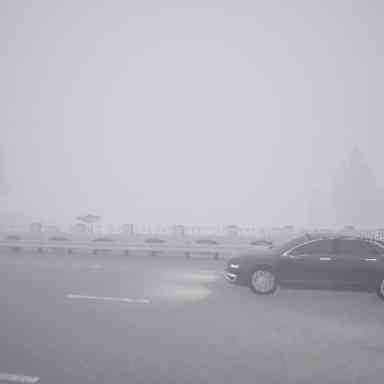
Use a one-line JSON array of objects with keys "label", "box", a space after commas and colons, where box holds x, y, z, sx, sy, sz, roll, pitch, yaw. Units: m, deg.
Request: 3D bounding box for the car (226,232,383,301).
[{"label": "car", "box": [3.338, 1.807, 8.627, 4.892, 1.490, 1.837, 0, -2, 11]}]
